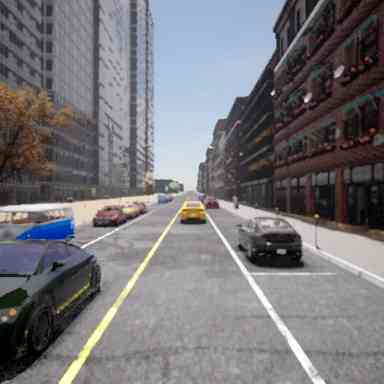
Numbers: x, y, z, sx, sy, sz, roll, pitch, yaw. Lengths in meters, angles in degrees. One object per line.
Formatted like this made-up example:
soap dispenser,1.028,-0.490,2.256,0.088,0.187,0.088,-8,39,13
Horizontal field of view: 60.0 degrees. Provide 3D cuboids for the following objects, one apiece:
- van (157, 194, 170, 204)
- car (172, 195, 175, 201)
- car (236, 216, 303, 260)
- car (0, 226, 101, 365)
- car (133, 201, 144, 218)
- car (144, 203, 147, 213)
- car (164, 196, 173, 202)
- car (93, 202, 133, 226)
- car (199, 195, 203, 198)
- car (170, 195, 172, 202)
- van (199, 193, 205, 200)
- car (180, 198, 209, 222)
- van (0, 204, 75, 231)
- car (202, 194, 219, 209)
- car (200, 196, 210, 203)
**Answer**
van,-5.650,1.342,63.016,1.690,1.788,3.998,1,0,0
car,-5.644,1.306,74.310,2.192,1.841,5.009,1,0,0
car,2.702,1.561,12.214,2.008,1.369,4.403,0,0,0
car,-3.054,1.569,5.870,1.994,1.385,4.181,0,0,0
car,-5.669,1.538,28.968,1.752,1.417,4.829,1,0,0
car,-5.667,1.594,34.785,1.802,1.307,4.206,1,0,0
car,-5.644,1.566,79.955,1.802,1.307,4.206,1,0,0
car,-5.672,1.594,23.492,1.802,1.307,4.206,1,0,0
car,0.112,1.489,43.951,1.882,1.535,5.008,0,0,0
car,-5.649,1.541,68.664,1.887,1.381,4.507,1,0,0
van,2.745,1.312,91.268,1.690,1.788,3.998,1,0,0
car,0.100,1.491,26.377,1.882,1.535,5.008,0,0,0
van,-5.676,1.349,12.199,1.690,1.788,3.998,0,0,0
car,2.721,1.451,46.097,1.967,1.590,4.097,1,0,0
car,2.732,1.542,68.683,1.887,1.381,4.507,1,0,0
